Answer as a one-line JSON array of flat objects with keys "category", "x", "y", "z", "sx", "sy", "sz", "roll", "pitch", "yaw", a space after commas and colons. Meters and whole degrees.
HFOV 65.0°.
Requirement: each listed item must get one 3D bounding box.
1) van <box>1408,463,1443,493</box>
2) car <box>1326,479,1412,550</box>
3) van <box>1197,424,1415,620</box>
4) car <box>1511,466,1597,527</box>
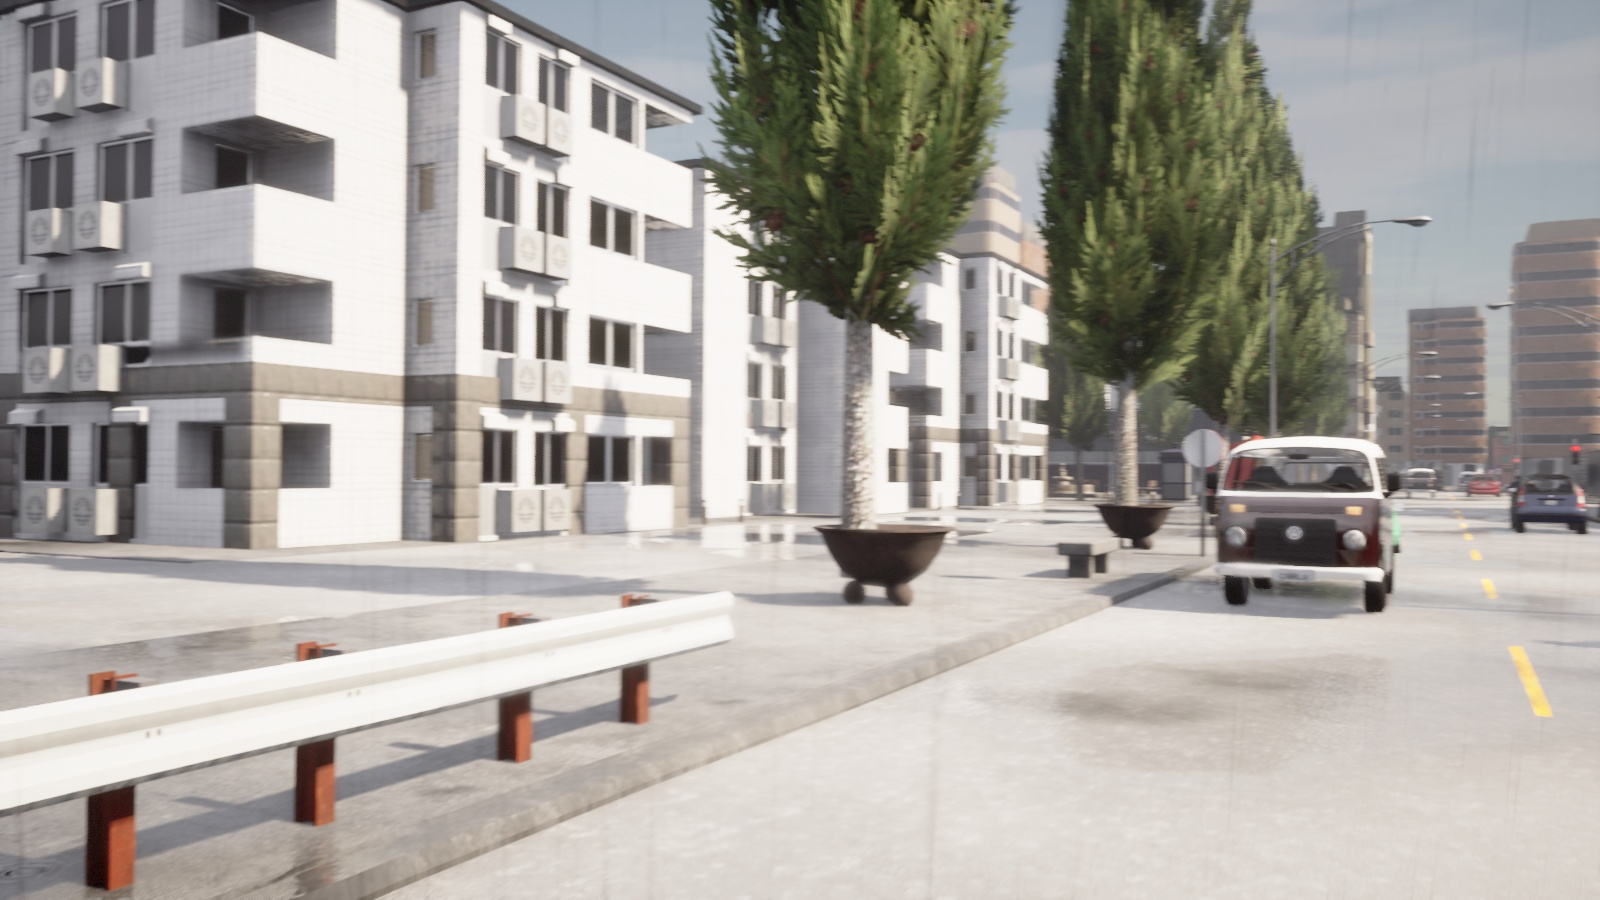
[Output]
[{"category": "van", "x": 43.552, "y": 1.960, "z": 87.378, "sx": 2.069, "sy": 2.038, "sz": 4.480, "roll": -1, "pitch": -1, "yaw": 27}, {"category": "car", "x": 11.684, "y": 1.289, "z": 25.741, "sx": 1.481, "sy": 1.376, "sz": 2.207, "roll": -1, "pitch": -1, "yaw": 27}, {"category": "van", "x": 6.394, "y": 0.791, "z": 15.545, "sx": 2.069, "sy": 2.038, "sz": 4.480, "roll": -1, "pitch": -1, "yaw": 27}, {"category": "car", "x": 21.310, "y": 1.287, "z": 35.618, "sx": 1.851, "sy": 1.617, "sz": 3.988, "roll": -1, "pitch": -1, "yaw": 27}]
